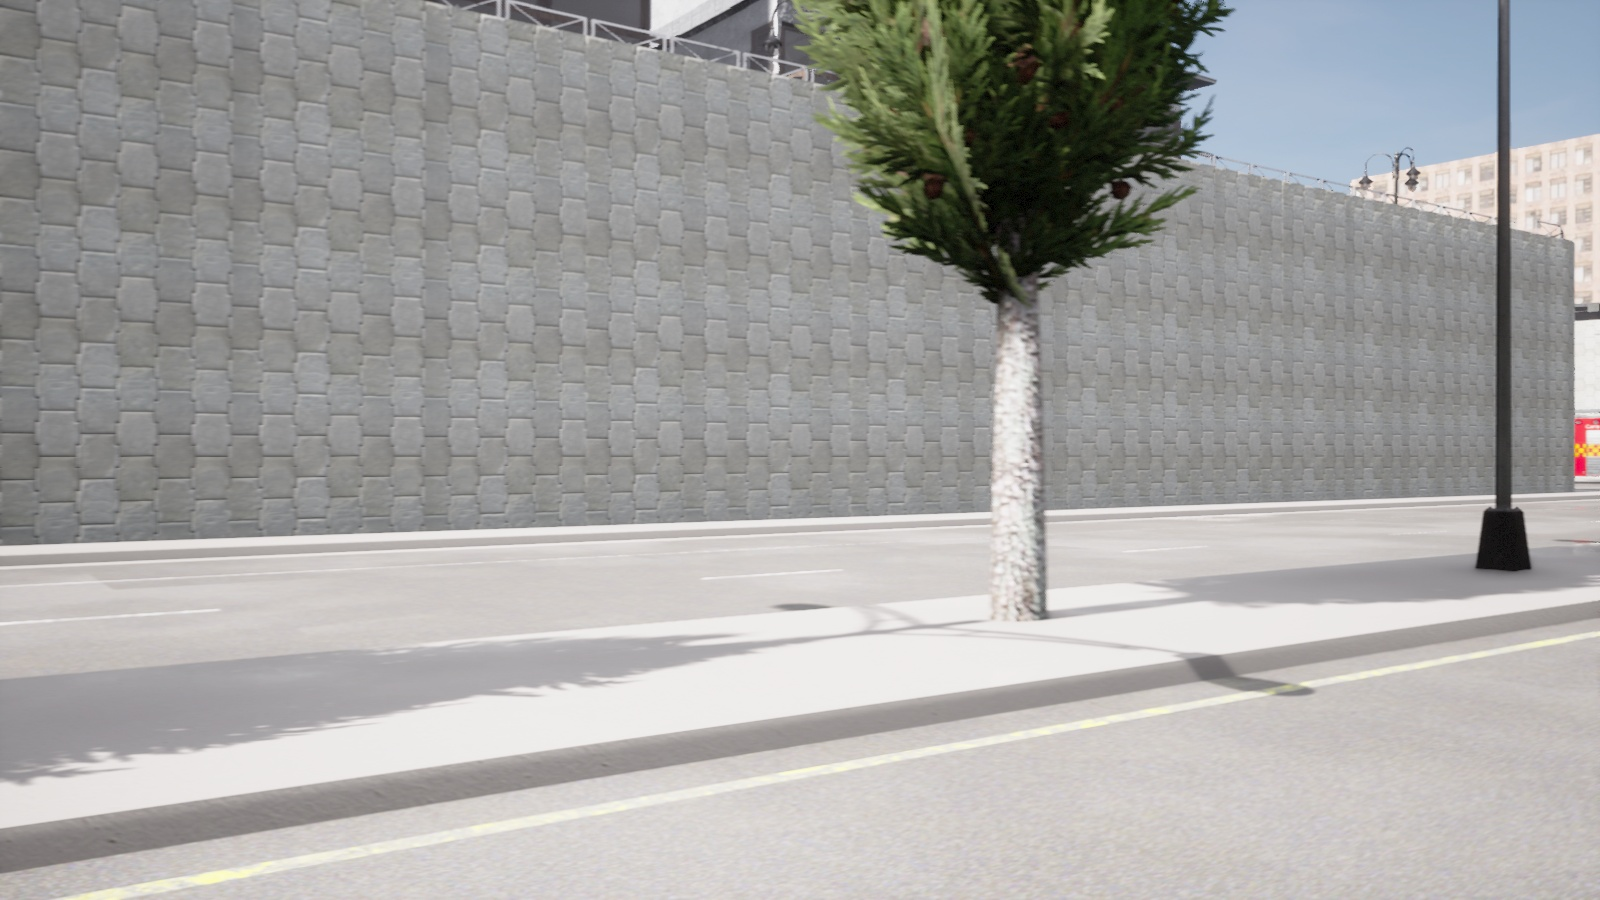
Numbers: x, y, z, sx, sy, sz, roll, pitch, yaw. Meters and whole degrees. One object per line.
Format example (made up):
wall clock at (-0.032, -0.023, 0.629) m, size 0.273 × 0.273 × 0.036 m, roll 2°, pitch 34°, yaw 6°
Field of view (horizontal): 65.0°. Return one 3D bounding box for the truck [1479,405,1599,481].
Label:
truck at (40.561, -0.344, 65.706) m, size 2.891 × 3.827 × 8.468 m, roll 0°, pitch 0°, yaw -34°
